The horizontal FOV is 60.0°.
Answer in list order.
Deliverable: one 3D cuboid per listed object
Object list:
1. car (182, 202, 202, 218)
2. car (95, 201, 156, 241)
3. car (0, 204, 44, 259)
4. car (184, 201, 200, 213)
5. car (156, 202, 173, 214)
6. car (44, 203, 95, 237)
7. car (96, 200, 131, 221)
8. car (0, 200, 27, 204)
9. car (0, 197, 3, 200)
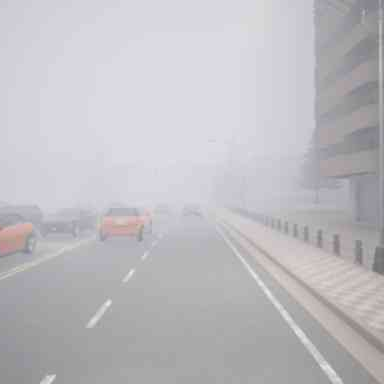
[{"bbox_3d":[0.023,1.896,33.366,1.895,1.301,4.718,0,0,1],"label":"car"},{"bbox_3d":[-3.401,1.510,17.881,2.097,1.767,4.553,0,-1,0],"label":"car"},{"bbox_3d":[-7.087,1.450,11.010,2.097,1.767,4.553,0,-1,0],"label":"car"},{"bbox_3d":[0.033,1.945,43.172,1.994,1.385,4.181,0,-1,1],"label":"car"},{"bbox_3d":[-3.430,1.915,39.885,1.994,1.385,4.181,0,-1,0],"label":"car"},{"bbox_3d":[-7.082,1.651,19.569,1.882,1.535,5.008,0,-1,0],"label":"car"},{"bbox_3d":[-7.046,1.621,30.479,2.097,1.767,4.553,0,0,0],"label":"car"},{"bbox_3d":[-10.580,1.528,19.809,2.097,1.767,4.553,0,-1,0],"label":"car"},{"bbox_3d":[-24.548,1.520,41.496,1.932,1.855,4.605,0,-1,0],"label":"car"}]
